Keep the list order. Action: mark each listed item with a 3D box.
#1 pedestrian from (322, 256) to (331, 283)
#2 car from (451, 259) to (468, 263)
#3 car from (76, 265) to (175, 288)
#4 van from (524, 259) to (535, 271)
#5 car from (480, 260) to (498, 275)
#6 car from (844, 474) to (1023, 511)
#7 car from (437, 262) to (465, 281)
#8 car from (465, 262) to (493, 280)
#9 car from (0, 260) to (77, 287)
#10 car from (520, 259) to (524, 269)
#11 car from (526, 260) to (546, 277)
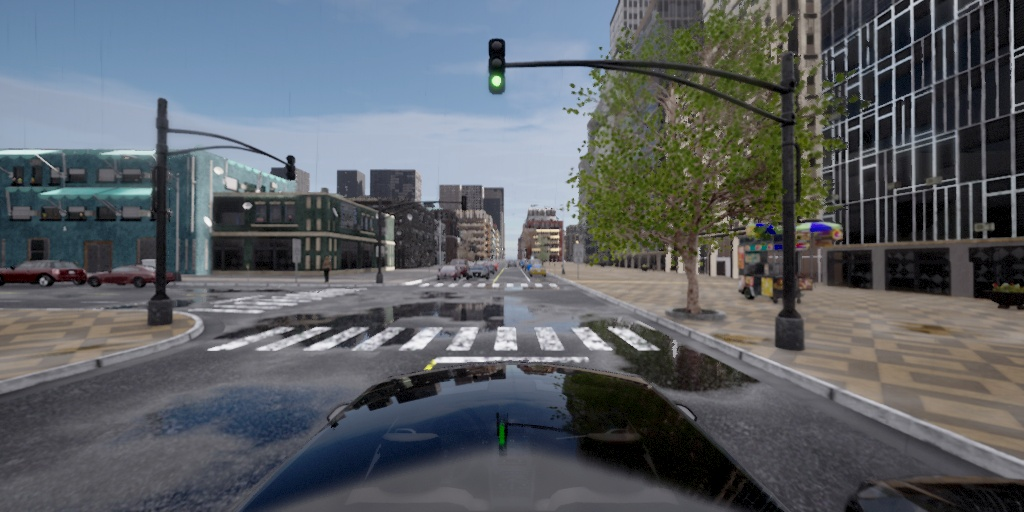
[{"bbox_3d":[-12.743,0.911,24.638,0.375,1.860,0.375,0,-1,-1],"label":"pedestrian"},{"bbox_3d":[-5.680,1.262,38.176,2.192,1.841,5.009,0,0,0],"label":"car"},{"bbox_3d":[-22.816,1.195,21.545,4.207,1.307,1.802,0,0,-1],"label":"car"},{"bbox_3d":[2.703,1.319,43.727,1.690,1.789,3.998,0,0,0],"label":"van"},{"bbox_3d":[-3.087,1.541,43.502,1.994,1.385,4.181,0,0,0],"label":"car"},{"bbox_3d":[2.690,1.307,0.147,1.948,1.339,4.313,0,0,0],"label":"car"},{"bbox_3d":[-5.681,1.499,32.625,1.802,1.307,4.207,0,0,0],"label":"car"},{"bbox_3d":[-3.090,1.486,33.453,1.994,1.385,4.181,0,0,0],"label":"car"},{"bbox_3d":[-28.364,0.984,21.469,4.097,1.591,1.967,0,0,-1],"label":"car"},{"bbox_3d":[2.705,1.590,54.829,2.007,1.370,4.403,0,0,0],"label":"car"},{"bbox_3d":[2.701,1.473,38.346,1.751,1.417,4.829,0,0,0],"label":"car"}]
